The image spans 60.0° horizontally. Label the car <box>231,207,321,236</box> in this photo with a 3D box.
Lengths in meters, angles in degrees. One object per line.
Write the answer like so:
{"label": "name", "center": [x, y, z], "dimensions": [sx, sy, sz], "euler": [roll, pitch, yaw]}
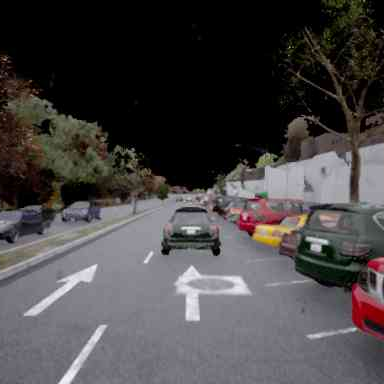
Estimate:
{"label": "car", "center": [5.006, 1.683, 19.885], "dimensions": [4.792, 1.488, 2.163], "euler": [1, -1, -20]}

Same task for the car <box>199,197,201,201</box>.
{"label": "car", "center": [4.573, 2.276, 67.901], "dimensions": [4.792, 1.488, 2.163], "euler": [1, -1, -21]}

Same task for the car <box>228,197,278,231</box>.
{"label": "car", "center": [5.037, 1.380, 16.884], "dimensions": [5.566, 2.045, 2.435], "euler": [1, -1, -21]}

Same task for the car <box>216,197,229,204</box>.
{"label": "car", "center": [4.872, 1.606, 28.866], "dimensions": [4.553, 1.767, 2.185], "euler": [1, -1, -21]}

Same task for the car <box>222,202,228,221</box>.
{"label": "car", "center": [4.962, 1.680, 22.870], "dimensions": [4.892, 1.521, 2.231], "euler": [1, 0, -21]}

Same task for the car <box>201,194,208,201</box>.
{"label": "car", "center": [4.718, 1.702, 46.862], "dimensions": [5.566, 2.045, 2.435], "euler": [1, -1, -21]}

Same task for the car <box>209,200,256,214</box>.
{"label": "car", "center": [4.964, 1.871, 40.943], "dimensions": [5.366, 1.575, 1.946], "euler": [1, -1, -20]}

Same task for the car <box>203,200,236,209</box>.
{"label": "car", "center": [4.649, 2.091, 55.877], "dimensions": [5.008, 1.535, 2.097], "euler": [1, -1, -20]}

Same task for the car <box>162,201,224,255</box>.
{"label": "car", "center": [-0.042, 1.446, 13.944], "dimensions": [2.097, 1.767, 4.553], "euler": [0, 0, 0]}

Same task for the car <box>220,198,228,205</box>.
{"label": "car", "center": [4.961, 1.579, 25.881], "dimensions": [4.553, 1.767, 2.185], "euler": [1, 0, -21]}

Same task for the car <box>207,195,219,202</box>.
{"label": "car", "center": [4.875, 1.545, 34.894], "dimensions": [5.566, 2.045, 2.435], "euler": [1, -1, -20]}

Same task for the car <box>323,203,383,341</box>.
{"label": "car", "center": [5.053, 1.289, 4.834], "dimensions": [5.566, 2.045, 2.435], "euler": [1, 0, -20]}

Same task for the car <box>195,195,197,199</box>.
{"label": "car", "center": [4.418, 2.080, 79.881], "dimensions": [5.566, 2.045, 2.435], "euler": [1, 0, -20]}

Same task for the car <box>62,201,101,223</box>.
{"label": "car", "center": [-8.969, 1.505, 27.248], "dimensions": [2.097, 1.767, 4.553], "euler": [0, -1, 0]}

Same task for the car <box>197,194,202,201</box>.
{"label": "car", "center": [4.550, 2.024, 70.902], "dimensions": [5.566, 2.045, 2.435], "euler": [1, -1, -21]}

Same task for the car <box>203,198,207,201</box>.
{"label": "car", "center": [4.591, 1.903, 43.805], "dimensions": [5.366, 1.575, 1.946], "euler": [1, -1, -20]}

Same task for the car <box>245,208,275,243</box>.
{"label": "car", "center": [5.205, 1.609, 13.934], "dimensions": [5.366, 1.575, 1.946], "euler": [1, -1, -20]}

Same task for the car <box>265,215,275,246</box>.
{"label": "car", "center": [5.045, 1.625, 10.865], "dimensions": [4.674, 1.452, 2.002], "euler": [1, -1, -20]}

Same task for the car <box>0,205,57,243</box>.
{"label": "car", "center": [-8.887, 1.613, 16.687], "dimensions": [2.033, 1.411, 5.357], "euler": [0, 0, 0]}

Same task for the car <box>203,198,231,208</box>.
{"label": "car", "center": [4.634, 2.051, 61.889], "dimensions": [4.553, 1.767, 2.185], "euler": [1, -1, -20]}

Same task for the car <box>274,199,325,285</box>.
{"label": "car", "center": [5.096, 1.312, 7.871], "dimensions": [5.566, 2.045, 2.435], "euler": [1, -1, -20]}
